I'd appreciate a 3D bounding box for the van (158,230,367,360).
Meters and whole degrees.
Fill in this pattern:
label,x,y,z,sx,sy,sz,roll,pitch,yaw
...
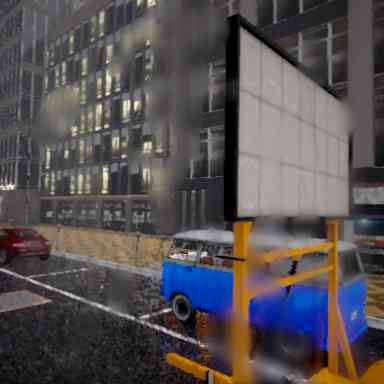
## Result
label,x,y,z,sx,sy,sz,roll,pitch,yaw
van,1.109,1.691,6.355,3.998,1.788,1.690,-1,-4,42

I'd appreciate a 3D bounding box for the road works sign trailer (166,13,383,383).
label,x,y,z,sx,sy,sz,roll,pitch,yaw
road works sign trailer,0.825,0.646,3.075,2.880,3.560,2.380,-1,-4,42

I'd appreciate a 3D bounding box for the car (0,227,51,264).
label,x,y,z,sx,sy,sz,roll,pitch,yaw
car,-7.413,2.129,13.893,4.206,1.307,1.802,-1,-4,42
